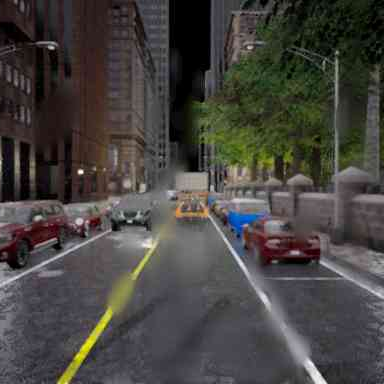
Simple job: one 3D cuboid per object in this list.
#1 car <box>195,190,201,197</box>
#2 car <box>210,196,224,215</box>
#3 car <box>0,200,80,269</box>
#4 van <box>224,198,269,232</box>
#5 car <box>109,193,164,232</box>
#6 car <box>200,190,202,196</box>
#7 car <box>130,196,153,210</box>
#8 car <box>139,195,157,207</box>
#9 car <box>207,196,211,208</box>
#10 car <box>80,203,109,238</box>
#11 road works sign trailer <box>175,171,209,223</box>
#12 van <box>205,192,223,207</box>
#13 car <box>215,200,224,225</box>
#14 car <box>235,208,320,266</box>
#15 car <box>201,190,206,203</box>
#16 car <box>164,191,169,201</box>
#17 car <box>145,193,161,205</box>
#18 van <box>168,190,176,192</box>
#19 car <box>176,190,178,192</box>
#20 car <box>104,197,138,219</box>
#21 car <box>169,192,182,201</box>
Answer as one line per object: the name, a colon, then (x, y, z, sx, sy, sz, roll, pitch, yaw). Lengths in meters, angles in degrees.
car: (2.732, 0.502, 92.924, 2.192, 1.841, 5.009, 0, 0, 0)
car: (2.754, 1.315, 27.856, 1.752, 1.417, 4.829, 0, 0, 0)
car: (-5.767, 1.242, 11.100, 2.192, 1.841, 5.009, 0, 0, 0)
van: (2.758, 1.225, 16.636, 1.690, 1.788, 3.998, 0, 0, 0)
car: (-3.105, 1.082, 19.372, 2.150, 2.045, 5.566, 0, 1, 0)
car: (2.748, 0.908, 49.781, 2.192, 1.841, 5.009, 0, 1, 0)
car: (-5.776, 1.247, 38.722, 2.008, 1.369, 4.403, 0, 0, 0)
car: (-5.777, 1.173, 44.075, 1.752, 1.417, 4.829, 0, 1, 0)
car: (2.752, 1.326, 33.211, 1.802, 1.307, 4.206, 0, 0, 0)
car: (-5.768, 1.324, 16.624, 1.967, 1.590, 4.097, 0, 0, 0)
road works sign trailer: (-0.008, 0.287, 23.948, 2.380, 3.560, 2.880, 0, 0, 0)
van: (2.751, 1.037, 38.733, 1.690, 1.788, 3.998, 0, 1, 0)
car: (2.755, 1.420, 22.163, 1.802, 1.307, 4.206, 0, 0, 0)
car: (2.759, 1.472, 11.114, 1.887, 1.381, 4.507, 0, 0, 0)
car: (2.749, 0.961, 44.257, 2.192, 1.841, 5.009, 0, 1, 0)
car: (-5.782, 1.050, 60.817, 1.947, 1.339, 4.313, 0, 1, 0)
car: (-5.778, 1.033, 49.769, 1.967, 1.590, 4.097, 0, 1, 0)
van: (-5.791, 0.576, 87.472, 1.690, 1.788, 3.998, 0, 1, 0)
car: (-5.794, 0.627, 92.913, 1.967, 1.590, 4.097, 0, 1, 0)
car: (-5.772, 1.232, 27.672, 1.967, 1.590, 4.097, 0, 0, 0)
car: (-3.041, 1.094, 61.211, 1.895, 1.301, 4.718, 0, 1, 1)
